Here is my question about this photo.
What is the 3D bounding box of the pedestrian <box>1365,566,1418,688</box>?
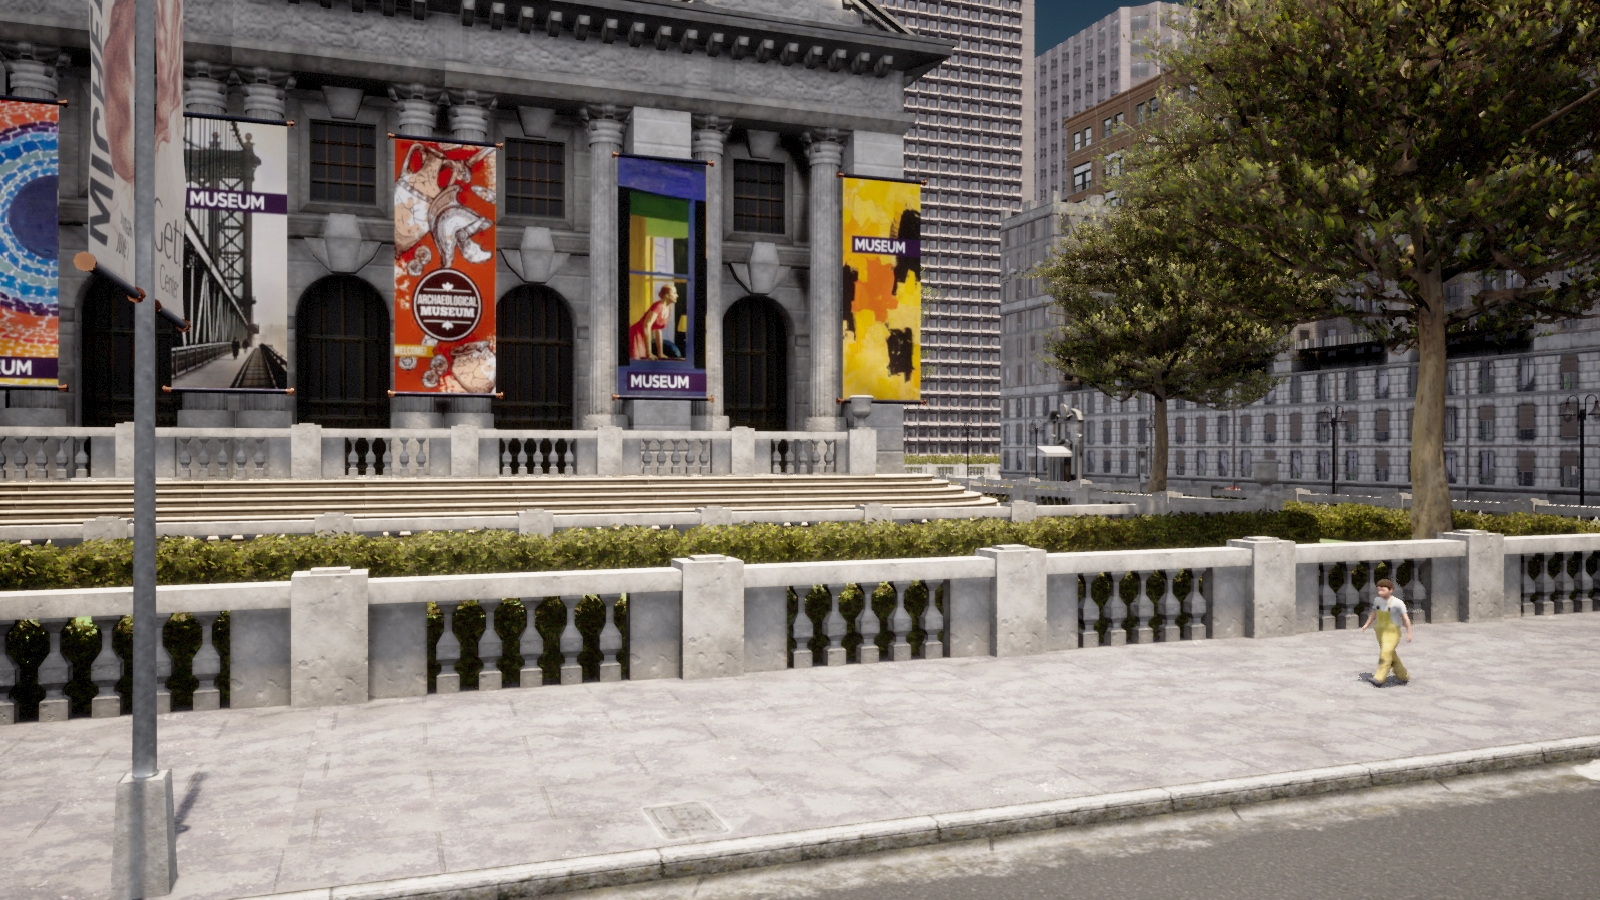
[{"bbox_3d":[6.662,1.981,12.880,0.375,1.300,0.375,0,0,-20],"label":"pedestrian"}]
